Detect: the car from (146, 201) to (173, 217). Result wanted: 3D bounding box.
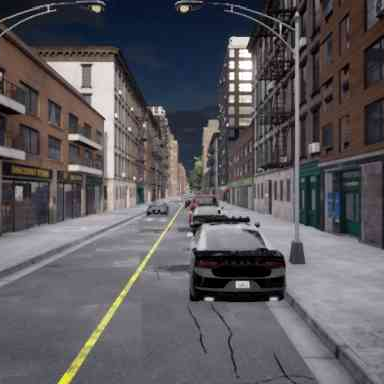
[{"bbox_3d":[-3.151,1.585,31.347,1.994,1.385,4.181,0,0,0],"label":"car"}]

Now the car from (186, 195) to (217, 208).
[{"bbox_3d":[0.860,1.238,24.361,2.150,2.045,5.566,0,0,0],"label":"car"}]

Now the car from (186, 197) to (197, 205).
[{"bbox_3d":[-0.099,1.627,59.885,1.994,1.385,4.181,0,0,0],"label":"car"}]

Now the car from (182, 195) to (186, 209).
[{"bbox_3d":[-0.064,1.546,46.494,1.837,1.490,4.892,0,0,0],"label":"car"}]

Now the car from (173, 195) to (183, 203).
[{"bbox_3d":[-3.118,1.608,71.561,1.812,1.442,4.674,0,0,0],"label":"car"}]

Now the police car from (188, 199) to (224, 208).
[{"bbox_3d":[0.870,1.433,18.440,1.930,1.638,5.238,0,0,0],"label":"police car"}]

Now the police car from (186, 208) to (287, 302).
[{"bbox_3d":[0.886,1.427,8.440,1.930,1.638,5.238,0,0,0],"label":"police car"}]
